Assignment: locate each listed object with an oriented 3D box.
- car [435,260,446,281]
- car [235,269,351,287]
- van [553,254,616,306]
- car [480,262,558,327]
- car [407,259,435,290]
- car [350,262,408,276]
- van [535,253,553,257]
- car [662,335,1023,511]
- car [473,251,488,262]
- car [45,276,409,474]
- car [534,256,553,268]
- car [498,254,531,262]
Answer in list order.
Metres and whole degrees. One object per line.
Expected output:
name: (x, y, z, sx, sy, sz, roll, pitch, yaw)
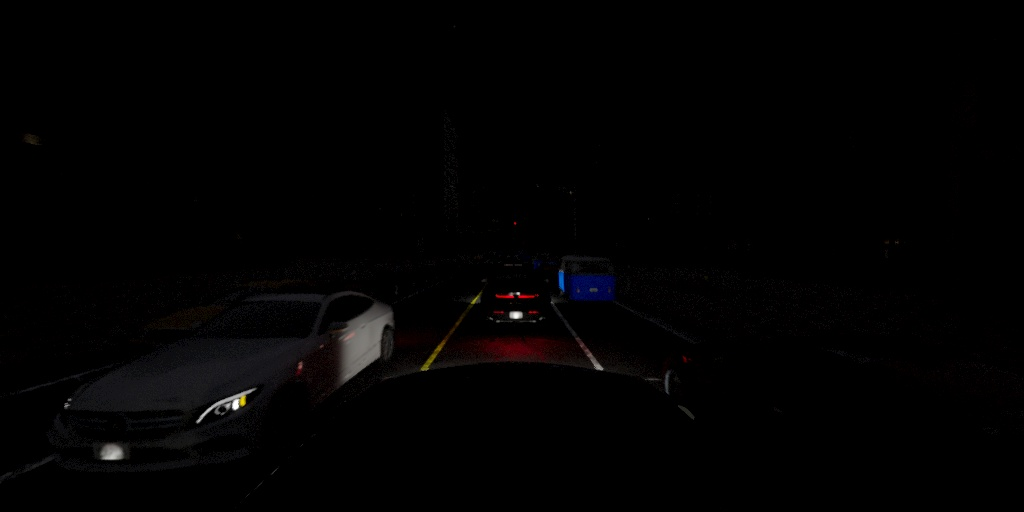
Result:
car: (-5.787, 0.908, 25.087, 1.888, 1.381, 4.507, 0, 0, 0)
car: (-5.778, 1.162, 8.343, 1.751, 1.417, 4.829, 0, 0, 0)
van: (2.770, 0.888, 14.023, 1.690, 1.789, 3.998, 0, 0, 0)
car: (0.098, 1.103, 10.911, 1.837, 1.490, 4.892, 0, 1, 0)
car: (-5.784, 0.999, 19.562, 1.888, 1.381, 4.507, 0, 0, 0)
car: (-5.781, 1.090, 14.038, 1.888, 1.381, 4.507, 0, 0, 0)
van: (2.768, 0.616, 30.596, 1.690, 1.789, 3.998, 0, 0, 0)
car: (2.771, 1.312, 2.975, 1.802, 1.307, 4.207, 0, 0, 0)
car: (-5.787, 0.279, 63.005, 1.751, 1.417, 4.829, 0, 0, 0)
car: (-3.113, 1.219, 5.117, 1.812, 1.442, 4.674, 0, 1, 0)
car: (2.768, 0.910, 25.071, 1.888, 1.381, 4.507, 0, 0, 0)
car: (0.091, 0.820, 27.227, 2.128, 1.511, 4.902, 0, 1, 0)
